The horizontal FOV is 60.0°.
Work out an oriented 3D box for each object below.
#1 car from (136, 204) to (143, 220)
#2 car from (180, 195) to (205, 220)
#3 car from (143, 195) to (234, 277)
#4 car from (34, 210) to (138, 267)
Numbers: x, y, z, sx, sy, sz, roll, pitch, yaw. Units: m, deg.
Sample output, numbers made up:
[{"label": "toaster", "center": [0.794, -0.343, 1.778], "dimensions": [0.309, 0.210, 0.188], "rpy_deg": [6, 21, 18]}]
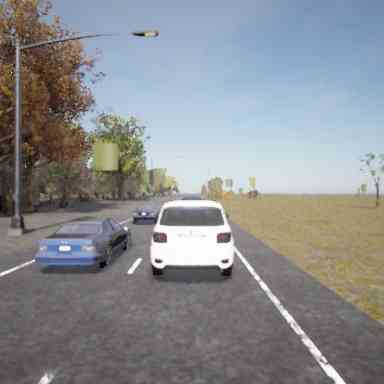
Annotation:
[{"label": "car", "center": [-3.476, 1.643, 26.576], "dimensions": [2.033, 1.411, 5.357], "rpy_deg": [0, 0, 0]}, {"label": "car", "center": [0.038, 1.330, 30.672], "dimensions": [2.150, 2.045, 5.566], "rpy_deg": [0, 0, 0]}, {"label": "car", "center": [0.038, 1.262, 10.565], "dimensions": [2.150, 2.045, 5.566], "rpy_deg": [0, 0, 1]}, {"label": "car", "center": [-3.452, 1.589, 11.570], "dimensions": [2.033, 1.411, 5.357], "rpy_deg": [0, 0, 0]}]
